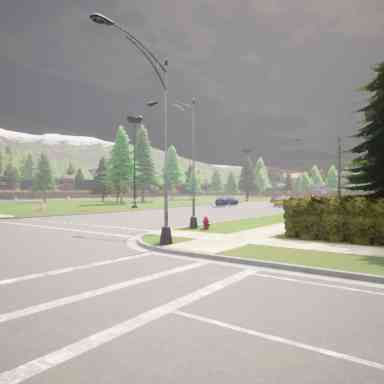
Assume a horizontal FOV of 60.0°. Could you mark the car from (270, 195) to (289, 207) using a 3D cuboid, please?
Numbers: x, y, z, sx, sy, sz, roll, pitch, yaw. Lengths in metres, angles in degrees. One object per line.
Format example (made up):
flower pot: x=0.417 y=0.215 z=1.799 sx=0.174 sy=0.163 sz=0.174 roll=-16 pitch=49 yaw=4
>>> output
car: x=14.151 y=1.478 z=50.801 sx=1.882 sy=1.535 sz=5.008 roll=0 pitch=0 yaw=36

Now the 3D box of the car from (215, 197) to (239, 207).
car: x=5.464 y=1.478 z=50.729 sx=1.882 sy=1.535 sz=5.008 roll=0 pitch=0 yaw=36

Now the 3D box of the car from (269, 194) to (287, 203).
car: x=17.518 y=1.353 z=67.408 sx=2.097 sy=1.767 sz=4.553 roll=0 pitch=0 yaw=36
